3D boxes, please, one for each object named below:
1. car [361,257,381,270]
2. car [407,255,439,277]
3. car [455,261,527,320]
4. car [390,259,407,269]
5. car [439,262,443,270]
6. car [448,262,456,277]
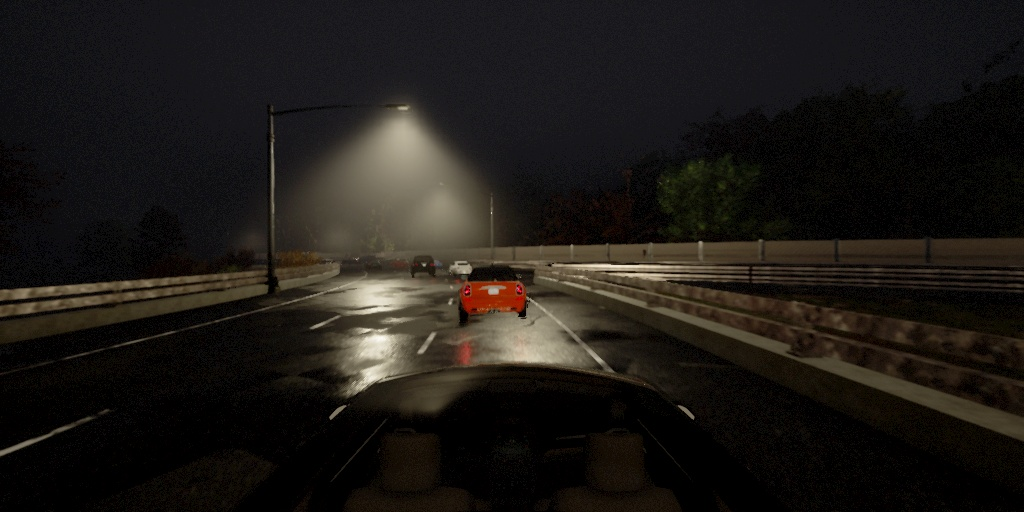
[{"bbox_3d":[-20.807,1.313,53.595,1.994,1.385,4.181,0,0,-29],"label":"car"},{"bbox_3d":[-8.918,0.943,35.500,2.150,2.045,5.566,0,0,-18],"label":"car"},{"bbox_3d":[-0.757,1.079,12.845,2.097,1.767,4.553,0,0,-6],"label":"car"},{"bbox_3d":[-17.144,1.202,54.215,1.882,1.535,5.008,0,0,-28],"label":"car"},{"bbox_3d":[-11.320,1.244,50.851,2.033,1.411,5.357,0,0,-27],"label":"car"},{"bbox_3d":[-4.925,1.224,34.261,1.812,1.442,4.674,0,0,-17],"label":"car"}]
